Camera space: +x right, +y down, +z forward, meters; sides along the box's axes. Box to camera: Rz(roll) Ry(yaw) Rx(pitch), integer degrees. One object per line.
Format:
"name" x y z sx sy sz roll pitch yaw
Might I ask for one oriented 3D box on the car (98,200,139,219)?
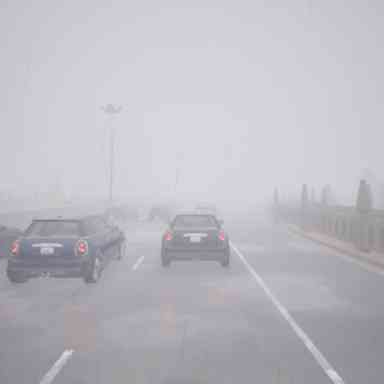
"car" -5.904 1.650 28.106 1.837 1.490 4.892 0 0 7

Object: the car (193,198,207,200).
"car" 1.451 1.618 29.975 1.882 1.535 5.008 0 0 9

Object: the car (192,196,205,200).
"car" 1.798 1.726 75.461 1.812 1.442 4.674 -1 -1 34

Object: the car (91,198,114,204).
"car" -10.749 1.574 40.397 2.097 1.767 4.553 0 0 15

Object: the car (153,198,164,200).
"car" -6.966 1.909 68.255 2.128 1.511 4.902 -1 0 28

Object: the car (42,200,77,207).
"car" -14.974 1.694 37.874 1.882 1.535 5.008 0 0 13

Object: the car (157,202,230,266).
"car" 0.112 1.417 11.887 2.097 1.767 4.553 0 0 0

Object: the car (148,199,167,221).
"car" -2.379 1.644 28.109 1.837 1.490 4.892 0 0 7

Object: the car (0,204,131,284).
"car" -3.396 1.407 9.931 2.097 1.767 4.553 0 0 0
